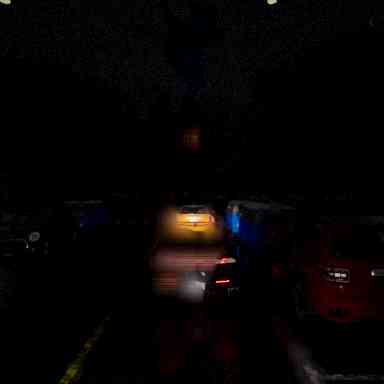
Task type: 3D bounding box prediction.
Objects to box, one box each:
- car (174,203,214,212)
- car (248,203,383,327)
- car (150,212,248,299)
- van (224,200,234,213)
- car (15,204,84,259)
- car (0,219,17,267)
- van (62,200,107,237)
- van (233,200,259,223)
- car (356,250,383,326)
[{"bbox_3d":[0.109,1.354,17.505,2.097,1.767,4.553,0,0,1],"label":"car"},{"bbox_3d":[2.751,1.315,6.935,2.192,1.841,5.009,0,0,0],"label":"car"},{"bbox_3d":[0.089,1.492,8.456,2.128,1.511,4.902,0,0,0],"label":"car"},{"bbox_3d":[2.732,1.342,17.810,1.690,1.788,3.998,0,0,0],"label":"van"},{"bbox_3d":[-5.784,1.441,12.358,1.967,1.590,4.097,0,0,0],"label":"car"},{"bbox_3d":[-5.774,1.526,6.750,1.752,1.417,4.829,0,0,0],"label":"car"},{"bbox_3d":[-5.793,1.343,17.795,1.690,1.788,3.998,0,0,0],"label":"van"},{"bbox_3d":[2.741,1.342,12.372,1.690,1.788,3.998,0,0,0],"label":"van"},{"bbox_3d":[2.760,1.440,1.497,1.967,1.590,4.097,0,0,0],"label":"car"}]
